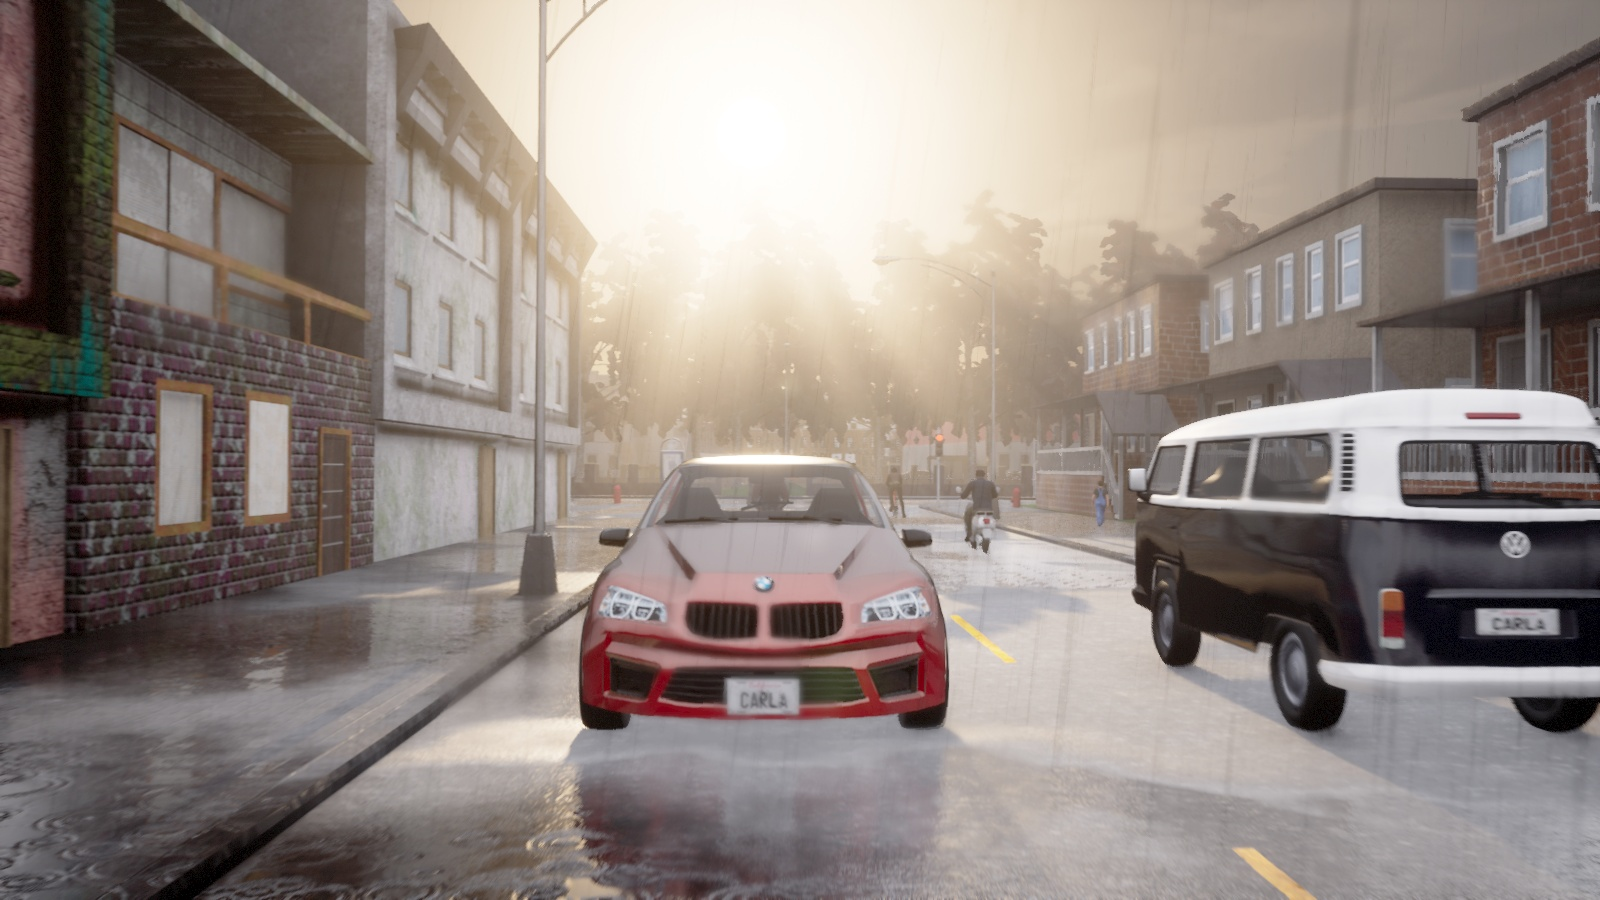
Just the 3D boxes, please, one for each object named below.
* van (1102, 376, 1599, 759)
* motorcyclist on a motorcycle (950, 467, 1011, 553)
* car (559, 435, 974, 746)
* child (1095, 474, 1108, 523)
[{"bbox_3d":[3.772,0.656,8.957,2.069,2.038,4.480,0,-1,-1],"label":"van"},{"bbox_3d":[3.456,1.117,24.138,0.866,1.590,1.817,0,-1,-1],"label":"motorcyclist on a motorcycle"},{"bbox_3d":[-0.231,0.796,9.106,2.242,1.667,4.611,0,-1,-1],"label":"car"},{"bbox_3d":[7.960,1.272,33.111,0.270,1.263,0.437,0,-1,6],"label":"child"}]
